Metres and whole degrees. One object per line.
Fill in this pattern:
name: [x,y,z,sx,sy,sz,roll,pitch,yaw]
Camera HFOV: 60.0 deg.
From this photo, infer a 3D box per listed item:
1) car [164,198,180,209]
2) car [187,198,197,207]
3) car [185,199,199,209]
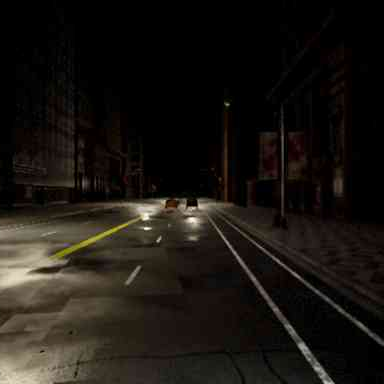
car: [-3.245,1.818,52.218,1.882,1.535,5.008,0,0,0]
car: [0.006,1.954,62.636,1.812,1.442,4.674,0,0,0]
car: [0.005,1.818,52.219,1.882,1.535,5.008,0,0,0]
